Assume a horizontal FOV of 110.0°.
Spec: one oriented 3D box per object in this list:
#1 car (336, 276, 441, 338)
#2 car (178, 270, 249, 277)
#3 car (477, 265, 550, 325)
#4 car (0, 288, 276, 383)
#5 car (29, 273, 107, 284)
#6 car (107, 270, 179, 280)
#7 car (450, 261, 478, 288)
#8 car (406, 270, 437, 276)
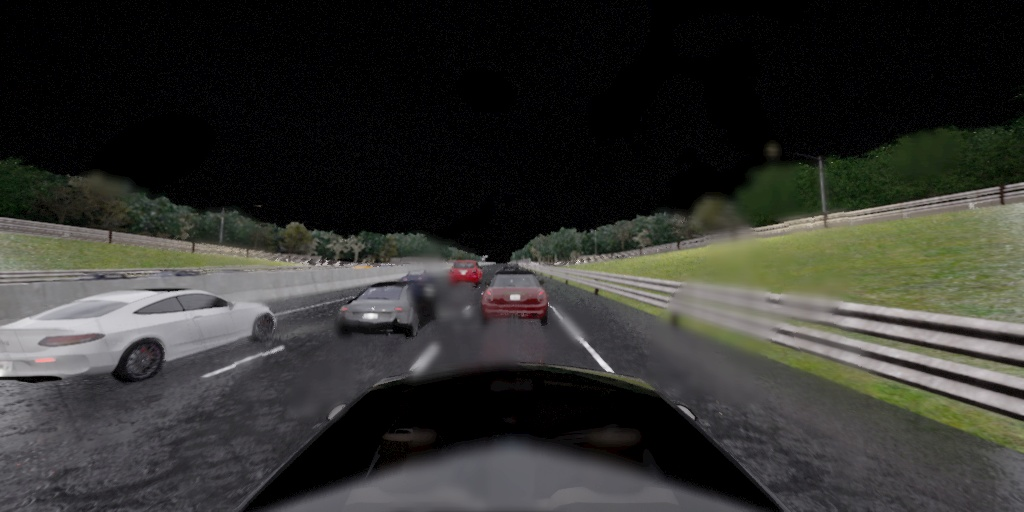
[{"bbox_3d":[-3.403,1.450,10.646,1.994,1.385,4.181,0,-1,0],"label":"car"},{"bbox_3d":[-17.673,1.629,22.267,1.994,1.385,4.181,0,-1,-1],"label":"car"},{"bbox_3d":[0.096,1.272,12.736,2.097,1.767,4.553,0,-1,0],"label":"car"},{"bbox_3d":[-6.906,1.358,7.160,1.812,1.442,4.674,0,-1,0],"label":"car"},{"bbox_3d":[-24.653,1.646,21.069,1.895,1.301,4.718,0,-1,-1],"label":"car"},{"bbox_3d":[-21.171,1.614,22.437,2.033,1.411,5.357,0,-1,-1],"label":"car"},{"bbox_3d":[-3.595,1.391,28.765,2.150,2.045,5.566,0,-1,-1],"label":"car"},{"bbox_3d":[-7.078,1.756,27.909,1.895,1.301,4.718,0,-1,-1],"label":"car"}]
